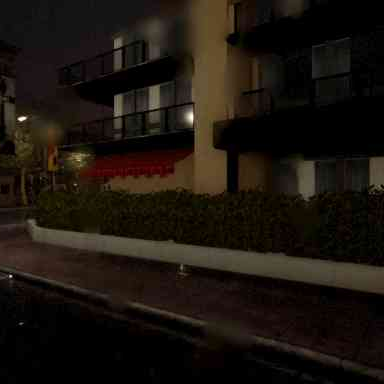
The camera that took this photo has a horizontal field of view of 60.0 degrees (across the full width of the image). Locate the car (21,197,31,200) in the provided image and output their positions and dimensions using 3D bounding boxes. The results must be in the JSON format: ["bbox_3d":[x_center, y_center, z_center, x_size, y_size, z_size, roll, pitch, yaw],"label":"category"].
[{"bbox_3d":[-35.601,1.481,67.658,4.892,1.521,2.231,0,0,36],"label":"car"}]
